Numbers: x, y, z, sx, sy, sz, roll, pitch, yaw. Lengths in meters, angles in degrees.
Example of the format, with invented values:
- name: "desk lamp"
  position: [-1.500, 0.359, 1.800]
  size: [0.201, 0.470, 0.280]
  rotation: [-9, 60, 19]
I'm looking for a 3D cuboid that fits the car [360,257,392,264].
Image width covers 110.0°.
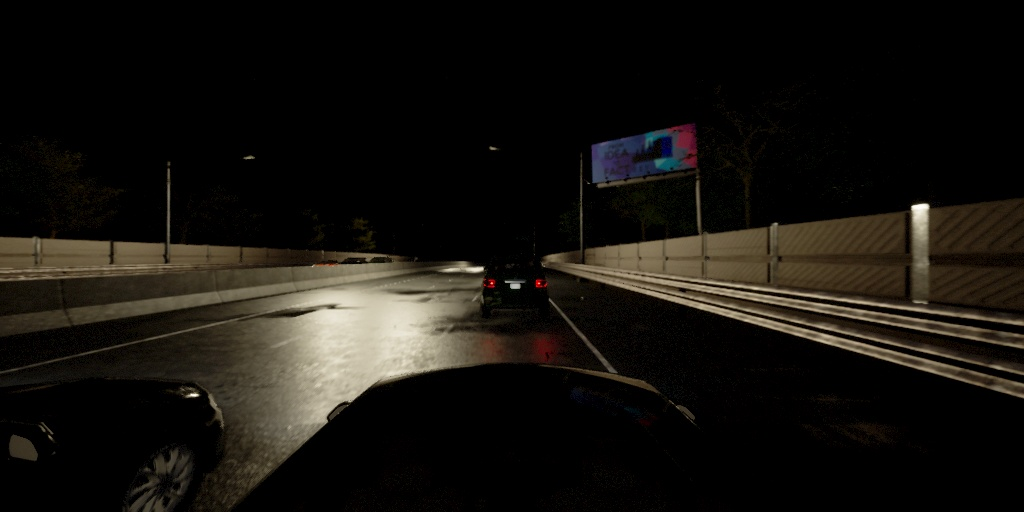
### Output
- name: "car"
  position: [-17.583, 1.153, 47.568]
  size: [2.150, 2.045, 5.566]
  rotation: [0, 0, 0]

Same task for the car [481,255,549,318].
- name: "car"
  position: [0.099, 0.991, 13.280]
  size: [2.150, 2.045, 5.566]
  rotation: [0, 0, 0]

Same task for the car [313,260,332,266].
- name: "car"
  position: [-24.575, 1.285, 47.764]
  size: [2.097, 1.767, 4.553]
  rotation: [0, 0, 0]

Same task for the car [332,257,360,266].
- name: "car"
  position: [-21.081, 1.153, 47.564]
  size: [2.150, 2.045, 5.566]
  rotation: [0, 0, 0]

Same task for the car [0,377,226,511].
- name: "car"
  position: [-3.401, 1.255, 1.101]
  size: [1.837, 1.490, 4.892]
  rotation: [0, 0, 0]
